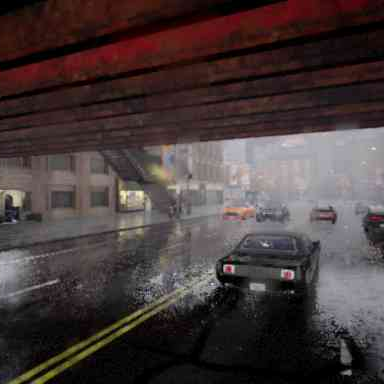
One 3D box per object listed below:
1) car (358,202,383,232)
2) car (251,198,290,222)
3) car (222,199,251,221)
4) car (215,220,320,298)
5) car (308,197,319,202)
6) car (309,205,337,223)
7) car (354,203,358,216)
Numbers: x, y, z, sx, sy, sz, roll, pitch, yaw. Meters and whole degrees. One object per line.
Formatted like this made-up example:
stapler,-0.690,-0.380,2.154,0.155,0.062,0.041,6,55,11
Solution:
car,11.601,1.617,20.662,1.837,1.490,4.892,-1,0,25
car,6.675,1.569,27.193,2.097,1.767,4.553,-1,-1,25
car,4.296,1.621,30.404,2.097,1.767,4.553,-1,-1,25
car,2.293,1.671,8.824,1.895,1.301,4.718,-1,-1,25
car,23.223,1.644,64.470,2.033,1.411,5.357,-1,-1,14
car,10.834,1.748,27.390,1.994,1.385,4.181,-1,-1,25
car,18.275,1.747,35.239,2.033,1.411,5.357,-1,-1,25
